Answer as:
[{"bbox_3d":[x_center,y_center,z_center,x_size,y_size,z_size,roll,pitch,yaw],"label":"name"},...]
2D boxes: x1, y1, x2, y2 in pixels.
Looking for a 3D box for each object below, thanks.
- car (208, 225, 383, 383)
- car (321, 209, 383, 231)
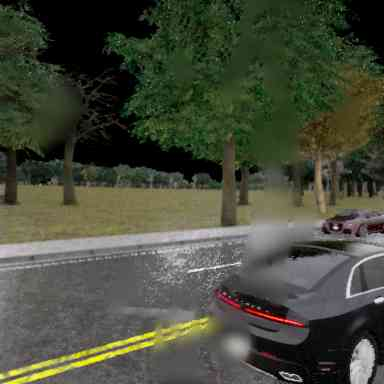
[{"bbox_3d":[2.493,1.527,5.221,4.892,1.490,1.837,0,0,-36],"label":"car"},{"bbox_3d":[8.903,1.627,18.026,4.181,1.385,1.994,0,0,-35],"label":"car"}]
